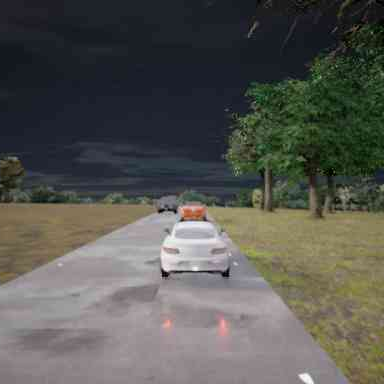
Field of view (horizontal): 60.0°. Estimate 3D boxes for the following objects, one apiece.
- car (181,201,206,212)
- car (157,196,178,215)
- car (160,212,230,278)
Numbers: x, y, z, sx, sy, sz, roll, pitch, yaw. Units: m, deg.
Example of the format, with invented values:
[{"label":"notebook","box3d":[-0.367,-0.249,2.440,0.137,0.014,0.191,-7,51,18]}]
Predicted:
[{"label":"car","box3d":[0.125,1.541,29.732,2.097,1.767,4.553,0,-1,0]},{"label":"car","box3d":[-2.779,1.541,39.029,2.150,2.045,5.566,0,-1,0]},{"label":"car","box3d":[0.088,1.559,10.158,1.812,1.442,4.674,0,0,0]}]
